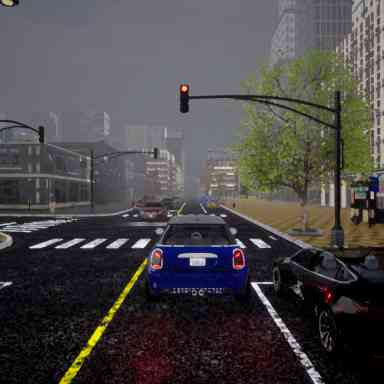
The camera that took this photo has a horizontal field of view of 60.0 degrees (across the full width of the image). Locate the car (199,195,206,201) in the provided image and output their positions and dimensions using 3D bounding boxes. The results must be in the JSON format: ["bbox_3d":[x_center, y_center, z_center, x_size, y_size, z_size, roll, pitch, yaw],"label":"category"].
[{"bbox_3d":[2.792,1.534,88.402,1.752,1.417,4.829,0,0,0],"label":"car"}]

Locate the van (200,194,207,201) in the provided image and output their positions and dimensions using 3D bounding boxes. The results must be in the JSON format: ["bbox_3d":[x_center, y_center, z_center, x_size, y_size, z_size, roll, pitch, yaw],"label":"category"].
[{"bbox_3d":[2.787,1.349,82.681,1.690,1.788,3.998,0,0,0],"label":"van"}]

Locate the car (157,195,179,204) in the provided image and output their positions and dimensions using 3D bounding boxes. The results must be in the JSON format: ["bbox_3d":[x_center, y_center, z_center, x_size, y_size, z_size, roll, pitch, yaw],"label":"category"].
[{"bbox_3d":[-3.052,1.507,42.536,1.837,1.490,4.892,0,0,0],"label":"car"}]

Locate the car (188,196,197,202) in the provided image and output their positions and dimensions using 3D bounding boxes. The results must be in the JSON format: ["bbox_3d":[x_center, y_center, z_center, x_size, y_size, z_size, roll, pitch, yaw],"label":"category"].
[{"bbox_3d":[0.089,1.548,79.296,2.033,1.411,5.357,0,0,0],"label":"car"}]

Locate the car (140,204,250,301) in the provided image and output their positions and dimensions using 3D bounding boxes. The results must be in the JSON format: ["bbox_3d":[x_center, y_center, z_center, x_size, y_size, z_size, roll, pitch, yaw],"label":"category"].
[{"bbox_3d":[0.110,1.353,8.462,2.097,1.767,4.553,0,0,0],"label":"car"}]

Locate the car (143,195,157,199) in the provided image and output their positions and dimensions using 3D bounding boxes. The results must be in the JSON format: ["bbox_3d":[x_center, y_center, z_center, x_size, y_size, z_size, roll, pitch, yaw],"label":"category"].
[{"bbox_3d":[-5.637,1.318,43.831,2.192,1.841,5.009,0,0,0],"label":"car"}]

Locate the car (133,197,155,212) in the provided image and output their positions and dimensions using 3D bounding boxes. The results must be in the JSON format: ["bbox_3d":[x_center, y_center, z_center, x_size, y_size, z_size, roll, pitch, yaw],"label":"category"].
[{"bbox_3d":[-5.644,1.585,38.280,1.802,1.307,4.206,0,0,0],"label":"car"}]

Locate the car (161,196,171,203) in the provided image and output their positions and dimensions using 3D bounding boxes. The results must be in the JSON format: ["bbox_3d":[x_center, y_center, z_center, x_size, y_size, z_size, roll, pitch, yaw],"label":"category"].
[{"bbox_3d":[-5.608,1.532,71.416,1.752,1.417,4.829,0,0,0],"label":"car"}]

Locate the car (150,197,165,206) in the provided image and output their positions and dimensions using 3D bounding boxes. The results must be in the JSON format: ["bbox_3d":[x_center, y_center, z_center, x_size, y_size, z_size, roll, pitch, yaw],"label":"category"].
[{"bbox_3d":[-5.626,1.555,54.933,2.008,1.369,4.403,0,0,0],"label":"car"}]

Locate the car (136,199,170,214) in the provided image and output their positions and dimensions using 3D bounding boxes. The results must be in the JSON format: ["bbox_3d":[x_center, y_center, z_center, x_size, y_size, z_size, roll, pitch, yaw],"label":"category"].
[{"bbox_3d":[-3.071,1.527,27.053,1.812,1.442,4.674,0,0,0],"label":"car"}]

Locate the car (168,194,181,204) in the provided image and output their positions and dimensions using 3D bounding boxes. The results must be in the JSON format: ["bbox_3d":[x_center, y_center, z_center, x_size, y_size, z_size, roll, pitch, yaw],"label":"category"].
[{"bbox_3d":[-3.010,1.531,60.193,1.812,1.442,4.674,0,0,0],"label":"car"}]

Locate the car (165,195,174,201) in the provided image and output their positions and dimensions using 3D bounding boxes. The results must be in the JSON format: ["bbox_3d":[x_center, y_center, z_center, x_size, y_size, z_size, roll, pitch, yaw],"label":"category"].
[{"bbox_3d":[-5.595,1.559,82.688,2.008,1.369,4.403,0,0,0],"label":"car"}]

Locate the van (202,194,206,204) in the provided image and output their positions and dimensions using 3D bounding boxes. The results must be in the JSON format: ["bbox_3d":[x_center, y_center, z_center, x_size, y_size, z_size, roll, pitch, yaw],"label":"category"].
[{"bbox_3d":[2.749,1.345,49.375,1.690,1.788,3.998,0,0,0],"label":"van"}]

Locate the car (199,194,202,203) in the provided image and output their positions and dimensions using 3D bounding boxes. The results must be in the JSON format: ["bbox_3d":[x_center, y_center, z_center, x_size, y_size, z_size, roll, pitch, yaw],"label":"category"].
[{"bbox_3d":[2.760,1.556,60.477,2.008,1.369,4.403,0,0,0],"label":"car"}]

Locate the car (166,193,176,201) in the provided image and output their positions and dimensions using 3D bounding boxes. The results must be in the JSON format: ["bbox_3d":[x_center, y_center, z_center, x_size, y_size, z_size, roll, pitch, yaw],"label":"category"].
[{"bbox_3d":[-5.588,1.324,88.239,2.192,1.841,5.009,0,0,0],"label":"car"}]

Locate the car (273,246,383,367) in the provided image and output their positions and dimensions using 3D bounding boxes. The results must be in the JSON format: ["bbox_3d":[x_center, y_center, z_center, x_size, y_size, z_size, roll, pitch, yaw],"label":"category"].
[{"bbox_3d":[2.700,1.566,5.795,1.947,1.339,4.313,0,0,0],"label":"car"}]

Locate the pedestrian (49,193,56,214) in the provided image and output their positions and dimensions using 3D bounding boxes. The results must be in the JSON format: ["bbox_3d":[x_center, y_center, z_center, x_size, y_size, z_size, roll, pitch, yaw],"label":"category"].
[{"bbox_3d":[-12.716,1.039,30.292,0.375,1.860,0.375,0,-1,-1],"label":"pedestrian"}]

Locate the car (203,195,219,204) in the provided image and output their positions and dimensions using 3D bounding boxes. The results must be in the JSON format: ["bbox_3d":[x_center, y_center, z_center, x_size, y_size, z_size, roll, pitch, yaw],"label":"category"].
[{"bbox_3d":[2.742,1.528,43.994,1.752,1.417,4.829,0,0,0],"label":"car"}]

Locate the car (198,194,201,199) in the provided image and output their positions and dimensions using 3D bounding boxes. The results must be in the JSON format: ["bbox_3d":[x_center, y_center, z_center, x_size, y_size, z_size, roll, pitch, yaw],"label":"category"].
[{"bbox_3d":[2.773,1.572,71.579,1.947,1.339,4.313,0,0,0],"label":"car"}]
